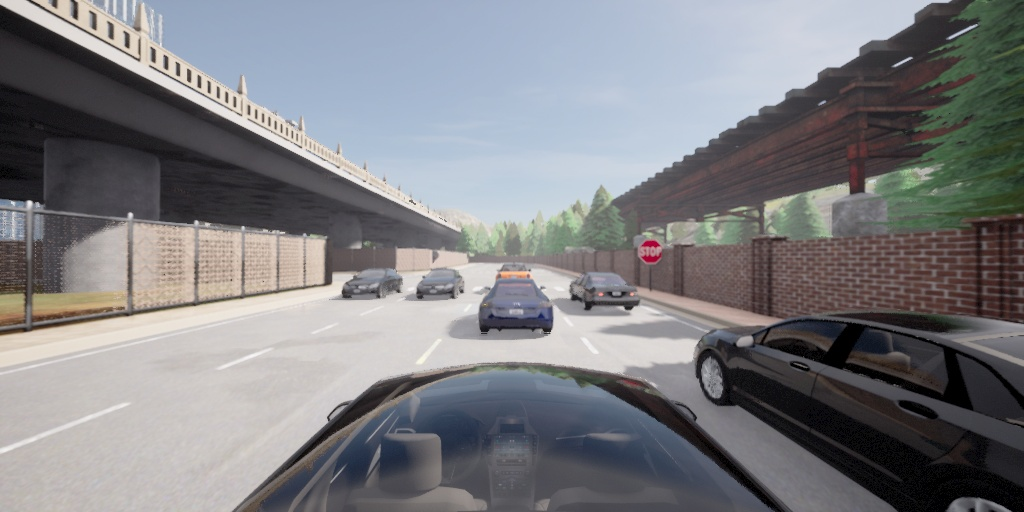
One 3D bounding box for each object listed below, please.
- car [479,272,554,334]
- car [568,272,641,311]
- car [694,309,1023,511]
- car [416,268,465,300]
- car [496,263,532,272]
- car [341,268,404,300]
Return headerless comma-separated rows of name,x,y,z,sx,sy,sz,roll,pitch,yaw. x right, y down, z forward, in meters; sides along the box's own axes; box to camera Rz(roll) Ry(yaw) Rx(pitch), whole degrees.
car,0.100,1.355,10.840,1.994,1.385,4.181,0,0,0
car,3.602,1.357,14.864,2.033,1.411,5.357,0,0,0
car,3.597,1.264,3.355,1.837,1.490,4.892,0,0,0
car,-3.514,1.351,18.409,1.812,1.442,4.674,0,0,0
car,0.122,1.193,21.723,2.097,1.767,4.553,0,0,0
car,-7.011,1.352,18.575,1.812,1.442,4.674,0,0,0
